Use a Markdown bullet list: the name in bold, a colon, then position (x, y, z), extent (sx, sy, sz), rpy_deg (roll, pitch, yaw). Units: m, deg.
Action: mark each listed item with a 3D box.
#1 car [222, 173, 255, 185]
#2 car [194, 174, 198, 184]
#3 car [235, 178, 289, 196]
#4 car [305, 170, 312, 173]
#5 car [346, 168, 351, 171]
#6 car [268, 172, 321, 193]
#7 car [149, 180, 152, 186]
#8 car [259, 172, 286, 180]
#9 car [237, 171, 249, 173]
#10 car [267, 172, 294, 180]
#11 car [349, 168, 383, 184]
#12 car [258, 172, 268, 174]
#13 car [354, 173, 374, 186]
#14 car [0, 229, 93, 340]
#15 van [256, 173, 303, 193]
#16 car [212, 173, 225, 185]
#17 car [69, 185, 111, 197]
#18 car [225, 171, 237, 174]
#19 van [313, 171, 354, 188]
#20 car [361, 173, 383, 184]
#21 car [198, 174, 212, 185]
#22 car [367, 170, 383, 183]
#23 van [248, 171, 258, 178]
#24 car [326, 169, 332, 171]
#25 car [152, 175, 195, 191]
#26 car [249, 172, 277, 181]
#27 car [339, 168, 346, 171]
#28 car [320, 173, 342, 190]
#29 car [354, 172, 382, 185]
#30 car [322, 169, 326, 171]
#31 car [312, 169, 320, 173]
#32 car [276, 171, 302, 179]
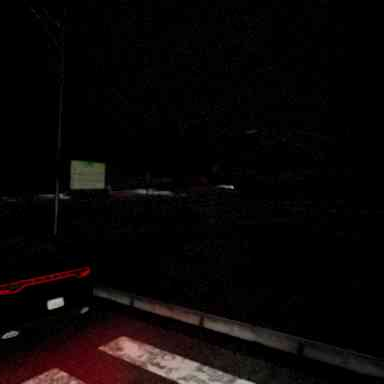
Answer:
- **car**: position (7.331, -1.721, 52.089), extent (4.181, 1.385, 1.994), rpy_deg (-5, 7, -36)
- **car**: position (-2.012, -1.682, 51.412), extent (4.792, 1.488, 2.163), rpy_deg (2, 5, 30)
- **car**: position (7.846, -0.408, 37.616), extent (5.008, 1.535, 2.097), rpy_deg (4, 7, 32)
- **car**: position (22.777, -3.772, 72.084), extent (4.892, 1.521, 2.231), rpy_deg (2, 6, 30)
- **car**: position (36.345, -4.824, 83.256), extent (5.008, 1.535, 2.097), rpy_deg (2, 5, 31)
- **car**: position (12.538, -1.029, 41.284), extent (5.566, 2.045, 2.435), rpy_deg (4, 7, 32)
- **car**: position (-4.294, -1.484, 49.533), extent (4.674, 1.452, 2.002), rpy_deg (2, 5, 30)
- **car**: position (16.028, -3.184, 66.475), extent (4.792, 1.488, 2.163), rpy_deg (2, 5, 30)
- **car**: position (6.985, -2.467, 58.989), extent (5.008, 1.535, 2.097), rpy_deg (2, 5, 30)
- **car**: position (18.254, -3.402, 68.364), extent (5.008, 1.535, 2.097), rpy_deg (2, 5, 30)
- **car**: position (29.077, -2.334, 54.265), extent (5.566, 2.045, 2.435), rpy_deg (4, 7, 31)
- **car**: position (11.657, -2.838, 62.648), extent (5.366, 1.575, 1.946), rpy_deg (2, 5, 30)
- **car**: position (24.357, -1.707, 50.547), extent (4.892, 1.521, 2.231), rpy_deg (4, 7, 31)
- **car**: position (-3.991, 1.448, 6.335), extent (5.008, 1.535, 1.882), rpy_deg (1, 1, 36)
- **van**: position (10.308, -0.810, 39.373), extent (4.442, 1.987, 1.878), rpy_deg (4, 7, 32)
- **car**: position (2.447, -2.061, 55.220), extent (4.792, 1.488, 2.163), rpy_deg (2, 6, 30)
- **car**: position (-11.295, -0.336, 37.024), extent (4.674, 1.442, 1.812), rpy_deg (-3, 6, -39)
- **car**: position (4.754, -2.402, 57.065), extent (4.553, 1.767, 2.185), rpy_deg (2, 6, 30)
- **van**: position (19.745, -1.553, 46.757), extent (4.442, 1.987, 1.878), rpy_deg (4, 7, 32)
- **car**: position (31.389, -2.275, 56.198), extent (4.892, 1.521, 2.231), rpy_deg (4, 7, 30)
- **car**: position (0.240, -2.025, 53.285), extent (4.553, 1.767, 2.185), rpy_deg (2, 6, 30)
- **car**: position (33.739, -2.715, 58.053), extent (5.566, 2.045, 2.435), rpy_deg (4, 7, 30)
- **van**: position (9.139, -2.882, 60.905), extent (4.442, 1.987, 1.878), rpy_deg (2, 6, 30)
- **car**: position (29.557, -4.283, 77.689), extent (4.674, 1.452, 2.002), rpy_deg (2, 5, 30)
- **car**: position (-2.432, -1.037, 44.416), extent (5.008, 1.535, 1.882), rpy_deg (-5, 7, -39)
- **car**: position (13.744, -3.028, 64.622), extent (5.008, 1.535, 2.097), rpy_deg (2, 5, 30)
- **car**: position (34.089, -4.664, 81.391), extent (5.008, 1.535, 2.097), rpy_deg (2, 6, 31)
- **car**: position (17.258, -1.276, 44.994), extent (4.553, 1.767, 2.185), rpy_deg (4, 7, 32)
- **car**: position (26.726, -1.866, 52.414), extent (4.792, 1.488, 2.163), rpy_deg (4, 7, 31)
- **car**: position (27.316, -4.266, 75.789), extent (4.553, 1.767, 2.185), rpy_deg (2, 6, 30)
- **car**: position (25.037, -3.959, 73.951), extent (5.008, 1.535, 2.097), rpy_deg (2, 6, 30)
- **car**: position (20.519, -3.586, 70.222), extent (4.892, 1.521, 2.231), rpy_deg (2, 6, 30)
